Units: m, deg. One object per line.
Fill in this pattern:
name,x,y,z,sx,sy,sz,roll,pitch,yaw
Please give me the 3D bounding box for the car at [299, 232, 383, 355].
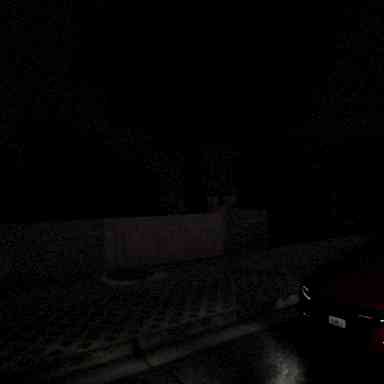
car,3.977,1.479,5.949,5.008,1.535,1.882,0,0,-36
